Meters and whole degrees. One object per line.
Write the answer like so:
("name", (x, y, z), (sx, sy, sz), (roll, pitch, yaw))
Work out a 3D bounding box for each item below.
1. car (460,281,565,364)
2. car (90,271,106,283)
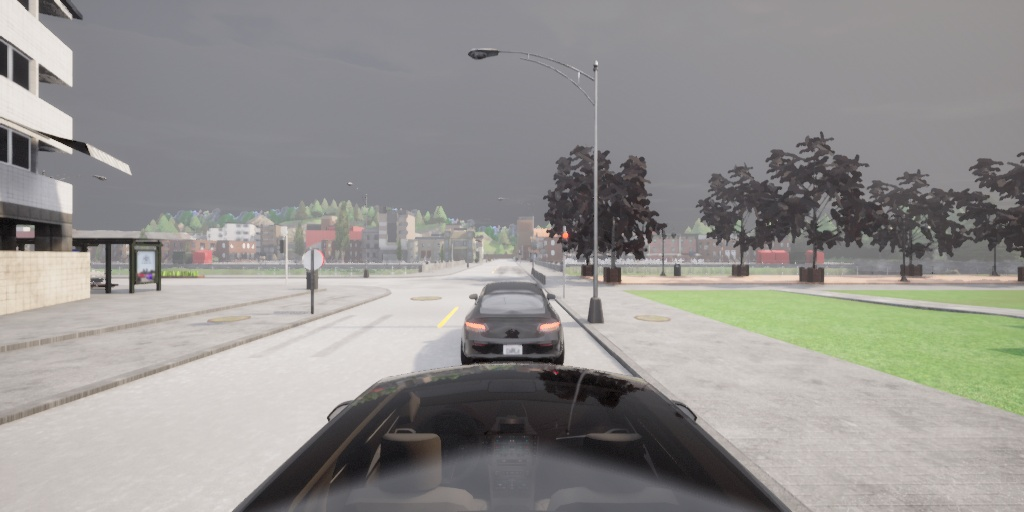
("car", (0.007, 1.275, 7.806), (1.812, 1.442, 4.674), (0, 0, 0))
("car", (-31.525, 1.347, 25.242), (4.718, 1.301, 1.895), (0, 0, 0))
